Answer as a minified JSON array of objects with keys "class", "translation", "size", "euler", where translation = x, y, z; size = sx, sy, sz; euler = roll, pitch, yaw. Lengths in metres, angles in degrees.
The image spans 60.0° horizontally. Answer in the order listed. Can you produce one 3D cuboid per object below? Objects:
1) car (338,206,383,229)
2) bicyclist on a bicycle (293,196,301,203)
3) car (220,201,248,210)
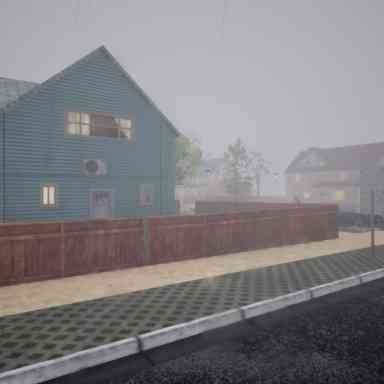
[{"class":"car","translation":[9.768,1.565,21.408],"size":[1.895,1.301,4.718],"euler":[0,0,-35]},{"class":"bicyclist on a bicycle","translation":[9.873,1.206,31.351],"size":[1.656,1.620,0.582],"euler":[-1,1,-36]},{"class":"car","translation":[3.440,1.477,30.276],"size":[1.994,1.385,4.181],"euler":[0,0,-36]}]
